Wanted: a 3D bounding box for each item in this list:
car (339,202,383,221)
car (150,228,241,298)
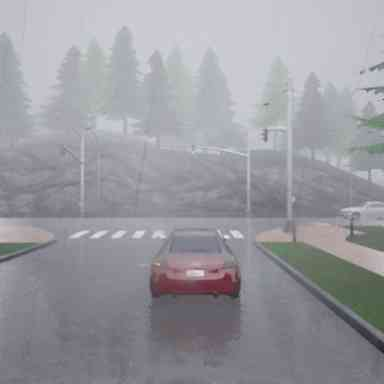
[{"bbox_3d":[14.333,1.532,26.815,4.674,1.442,1.812,0,0,0],"label":"car"},{"bbox_3d":[0.079,1.620,8.706,1.994,1.385,4.181,0,0,0],"label":"car"}]
